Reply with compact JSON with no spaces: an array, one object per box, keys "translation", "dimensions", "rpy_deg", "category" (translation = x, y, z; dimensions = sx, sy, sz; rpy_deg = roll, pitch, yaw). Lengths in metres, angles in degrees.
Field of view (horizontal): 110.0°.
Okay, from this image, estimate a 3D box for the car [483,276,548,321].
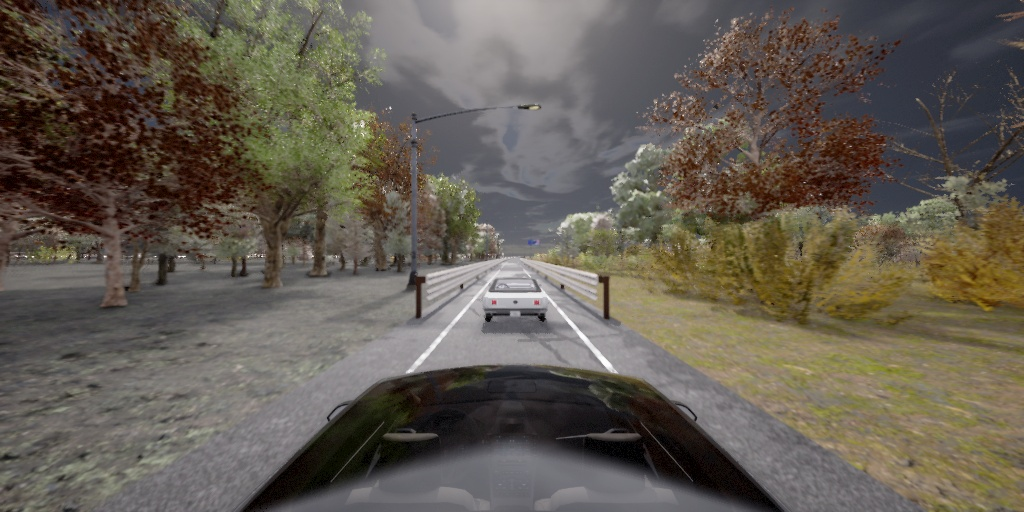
[{"translation":[0.099,1.352,12.418],"dimensions":[1.895,1.301,4.718],"rpy_deg":[0,0,0],"category":"car"}]
